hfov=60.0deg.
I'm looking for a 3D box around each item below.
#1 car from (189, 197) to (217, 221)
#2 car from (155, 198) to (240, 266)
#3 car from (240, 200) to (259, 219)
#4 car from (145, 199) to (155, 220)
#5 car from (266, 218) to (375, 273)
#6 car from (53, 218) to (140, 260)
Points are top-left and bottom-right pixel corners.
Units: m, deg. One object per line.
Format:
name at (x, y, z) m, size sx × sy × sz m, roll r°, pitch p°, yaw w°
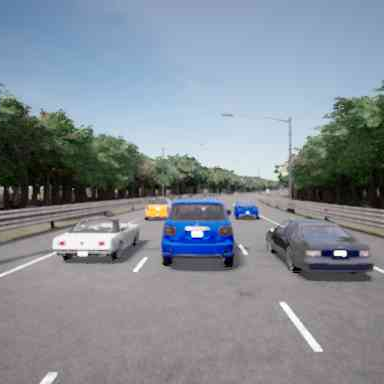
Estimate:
car at (0.993, 1.323, 27.601) m, size 2.097 × 1.767 × 4.553 m, roll 0°, pitch 0°, yaw 4°
car at (0.248, 1.217, 11.691) m, size 2.150 × 2.045 × 5.566 m, roll 0°, pitch 0°, yaw 2°
car at (4.582, 1.449, 28.693) m, size 1.882 × 1.535 × 5.008 m, roll 0°, pitch 0°, yaw 4°
car at (-2.502, 1.321, 27.790) m, size 2.097 × 1.767 × 4.553 m, roll 0°, pitch 0°, yaw 4°
car at (3.705, 1.543, 10.625) m, size 2.033 × 1.411 × 5.357 m, roll 0°, pitch 0°, yaw 2°
car at (-3.226, 1.593, 12.333) m, size 1.895 × 1.301 × 4.718 m, roll 0°, pitch 0°, yaw 2°
